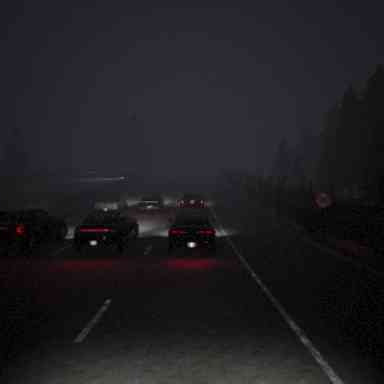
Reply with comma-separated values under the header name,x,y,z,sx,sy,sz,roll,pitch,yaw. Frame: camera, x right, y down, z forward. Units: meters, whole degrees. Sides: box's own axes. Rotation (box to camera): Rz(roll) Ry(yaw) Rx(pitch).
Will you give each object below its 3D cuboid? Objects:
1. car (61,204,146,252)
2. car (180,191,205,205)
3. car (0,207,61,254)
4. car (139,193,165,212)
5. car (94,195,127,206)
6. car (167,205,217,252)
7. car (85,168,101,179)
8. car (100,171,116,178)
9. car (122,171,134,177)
name,x,y,z,sx,sy,sz,roll,pitch,yaw
car,-3.505,1.552,14.266,2.128,1.511,4.902,0,1,0
car,0.038,0.697,28.950,2.097,1.767,4.553,0,4,0
car,-7.006,1.417,14.053,2.097,1.767,4.553,0,1,0
car,-3.458,0.828,29.178,2.128,1.511,4.902,0,5,0
car,-6.961,0.954,29.035,1.895,1.301,4.718,0,5,0
car,-0.004,1.563,14.274,1.837,1.490,4.892,0,1,0
car,-20.768,-3.987,69.944,2.150,2.045,5.566,0,7,0
car,-17.268,-3.698,69.992,1.812,1.442,4.674,0,7,0
car,-13.757,-3.922,72.094,1.994,1.385,4.181,0,7,0
